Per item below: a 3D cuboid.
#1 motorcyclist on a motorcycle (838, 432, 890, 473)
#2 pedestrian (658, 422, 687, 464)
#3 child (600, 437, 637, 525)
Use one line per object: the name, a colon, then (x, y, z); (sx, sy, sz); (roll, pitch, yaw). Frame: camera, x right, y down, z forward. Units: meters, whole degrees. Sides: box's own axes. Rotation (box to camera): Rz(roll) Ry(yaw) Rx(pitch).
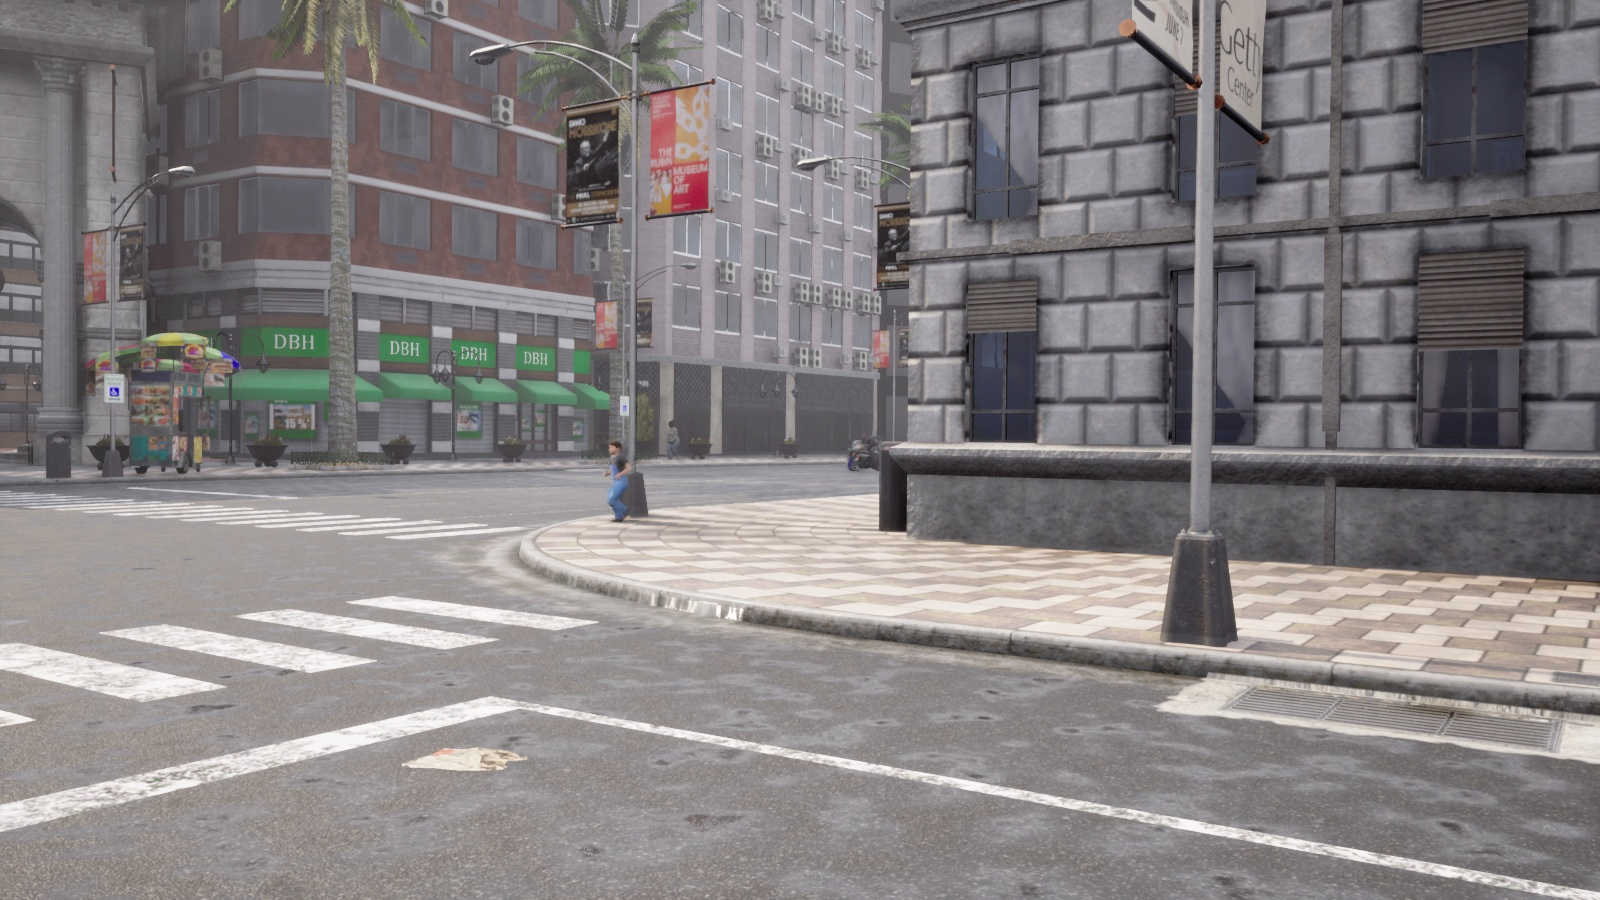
motorcyclist on a motorcycle: (2.475, 0.083, 48.402); (0.866, 1.530, 2.191); (0, 1, 39)
pedestrian: (-5.730, -0.330, 56.421); (0.874, 1.855, 0.900); (0, 1, 45)
child: (-2.628, 0.443, 18.176); (0.437, 1.263, 0.270); (-1, 1, -31)
